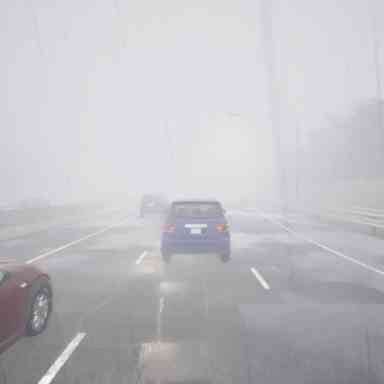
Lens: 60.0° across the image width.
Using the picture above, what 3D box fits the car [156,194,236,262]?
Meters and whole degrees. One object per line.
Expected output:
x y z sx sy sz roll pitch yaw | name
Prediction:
0.125 1.216 12.273 2.150 2.045 5.566 0 0 0 | car

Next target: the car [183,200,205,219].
0.217 1.493 30.504 1.837 1.490 4.892 0 0 0 | car

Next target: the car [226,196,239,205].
7.426 1.551 61.547 1.812 1.442 4.674 0 0 1 | car

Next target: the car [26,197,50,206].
-17.428 1.341 36.406 2.097 1.767 4.553 0 0 1 | car

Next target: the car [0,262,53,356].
-3.393 1.350 3.790 2.097 1.767 4.553 0 0 0 | car

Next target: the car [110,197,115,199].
-16.845 1.377 77.146 1.895 1.301 4.718 0 0 1 | car

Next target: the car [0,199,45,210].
-14.004 1.515 26.733 1.812 1.442 4.674 0 0 0 | car

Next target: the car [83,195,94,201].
-23.844 1.334 77.292 1.994 1.385 4.181 0 0 1 | car

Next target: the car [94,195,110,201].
-20.344 1.322 77.234 2.033 1.411 5.357 0 0 1 | car

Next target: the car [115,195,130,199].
-13.498 1.540 67.182 2.128 1.511 4.902 0 0 1 | car

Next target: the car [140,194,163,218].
-3.288 1.210 29.812 2.150 2.045 5.566 0 0 0 | car

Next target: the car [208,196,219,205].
3.919 1.549 60.862 1.812 1.442 4.674 0 0 1 | car

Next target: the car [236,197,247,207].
7.176 1.482 50.565 1.882 1.535 5.008 0 0 2 | car
